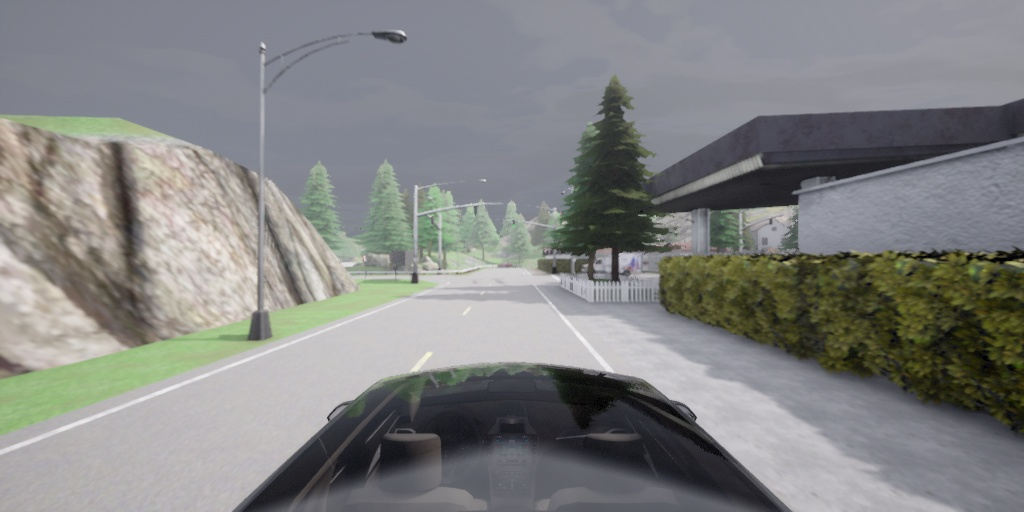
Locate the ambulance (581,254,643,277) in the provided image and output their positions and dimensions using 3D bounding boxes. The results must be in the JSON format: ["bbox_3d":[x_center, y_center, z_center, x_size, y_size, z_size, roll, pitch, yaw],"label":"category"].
[{"bbox_3d":[10.801,1.011,39.125,6.366,2.431,2.351,0,-1,0],"label":"ambulance"}]
